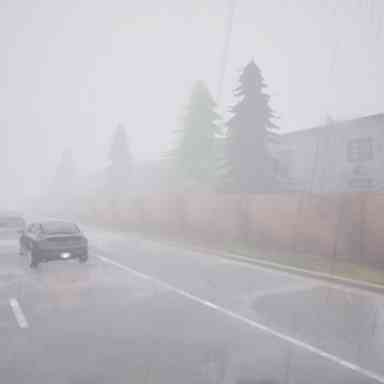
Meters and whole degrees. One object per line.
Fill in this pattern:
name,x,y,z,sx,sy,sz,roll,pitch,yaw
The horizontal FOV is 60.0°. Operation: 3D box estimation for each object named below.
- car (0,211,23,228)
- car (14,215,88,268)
car,-14.125,2.157,25.705,1.812,1.442,4.674,1,-1,-33
car,-5.408,1.826,12.748,1.837,1.490,4.892,1,-1,-33
